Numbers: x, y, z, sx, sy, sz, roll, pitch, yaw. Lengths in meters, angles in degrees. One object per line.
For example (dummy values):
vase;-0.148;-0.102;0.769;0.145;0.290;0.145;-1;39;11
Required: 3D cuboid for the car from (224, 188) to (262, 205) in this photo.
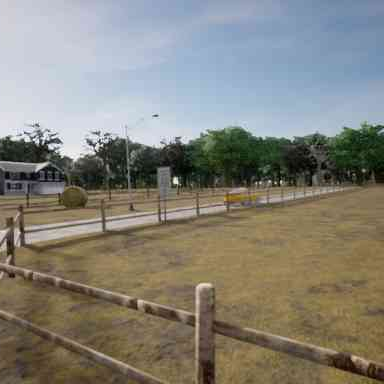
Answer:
car;4.776;0.360;30.754;1.882;1.535;5.008;-3;1;35
